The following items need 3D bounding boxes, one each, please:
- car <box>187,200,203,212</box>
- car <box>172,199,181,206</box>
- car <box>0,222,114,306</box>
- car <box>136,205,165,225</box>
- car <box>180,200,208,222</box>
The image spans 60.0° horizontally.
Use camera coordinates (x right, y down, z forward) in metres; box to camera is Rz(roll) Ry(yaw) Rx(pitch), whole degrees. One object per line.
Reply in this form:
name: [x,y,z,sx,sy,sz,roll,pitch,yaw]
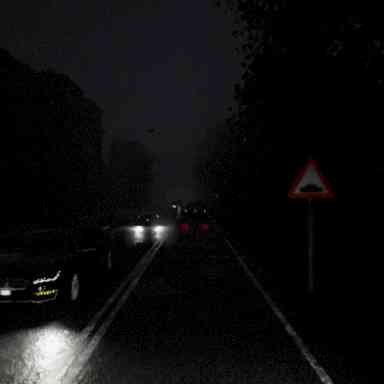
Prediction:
car: [0.368,1.914,45.416,2.033,1.411,5.357,0,0,0]
car: [-2.935,2.031,67.193,1.994,1.385,4.181,0,0,0]
car: [-3.316,1.583,8.393,1.837,1.490,4.892,0,-1,1]
car: [-3.163,1.759,26.224,1.812,1.442,4.674,0,-1,1]
car: [0.272,1.612,29.661,2.097,1.767,4.553,0,-1,0]
